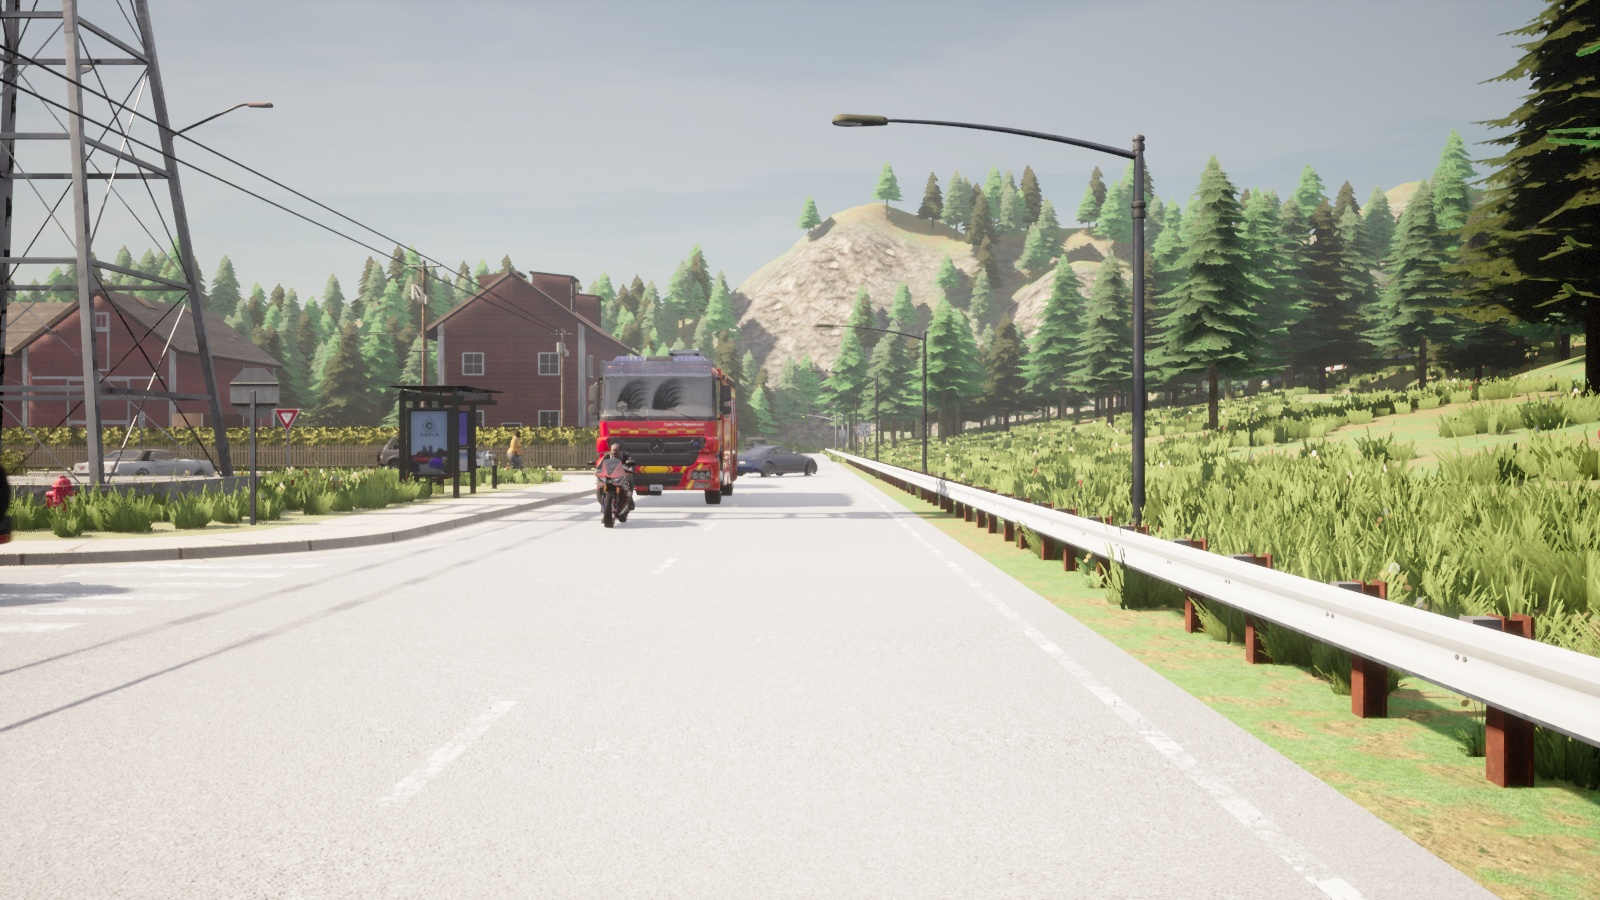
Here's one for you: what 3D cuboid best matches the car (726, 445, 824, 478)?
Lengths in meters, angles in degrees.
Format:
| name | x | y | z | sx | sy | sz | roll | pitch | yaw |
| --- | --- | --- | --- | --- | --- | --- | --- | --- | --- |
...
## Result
| name | x | y | z | sx | sy | sz | roll | pitch | yaw |
| --- | --- | --- | --- | --- | --- | --- | --- | --- | --- |
| car | -1.074 | 0.496 | 55.567 | 1.994 | 1.385 | 4.181 | 0 | 1 | 42 |

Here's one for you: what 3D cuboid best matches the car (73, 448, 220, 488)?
| name | x | y | z | sx | sy | sz | roll | pitch | yaw |
| --- | --- | --- | --- | --- | --- | --- | --- | --- | --- |
| car | -22.523 | 0.583 | 43.501 | 1.895 | 1.301 | 4.718 | 0 | 0 | 14 |

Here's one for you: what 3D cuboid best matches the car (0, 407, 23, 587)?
| name | x | y | z | sx | sy | sz | roll | pitch | yaw |
| --- | --- | --- | --- | --- | --- | --- | --- | --- | --- |
| car | -10.565 | 0.484 | 12.421 | 4.605 | 1.855 | 1.932 | 0 | 0 | 3 |

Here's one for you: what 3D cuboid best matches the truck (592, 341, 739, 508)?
| name | x | y | z | sx | sy | sz | roll | pitch | yaw |
| --- | --- | --- | --- | --- | --- | --- | --- | --- | --- |
| truck | -3.289 | -0.607 | 32.964 | 2.891 | 3.827 | 8.468 | 0 | 0 | 0 |

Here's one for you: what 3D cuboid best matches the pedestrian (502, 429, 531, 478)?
| name | x | y | z | sx | sy | sz | roll | pitch | yaw |
| --- | --- | --- | --- | --- | --- | --- | --- | --- | --- |
| pedestrian | -10.821 | 0.122 | 47.934 | 0.900 | 1.855 | 0.874 | 0 | 0 | -1 |

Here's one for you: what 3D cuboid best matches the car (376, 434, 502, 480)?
| name | x | y | z | sx | sy | sz | roll | pitch | yaw |
| --- | --- | --- | --- | --- | --- | --- | --- | --- | --- |
| car | -14.823 | 0.259 | 51.720 | 4.605 | 1.855 | 1.932 | 0 | 0 | 0 |

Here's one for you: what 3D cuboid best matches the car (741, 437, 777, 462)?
| name | x | y | z | sx | sy | sz | roll | pitch | yaw |
| --- | --- | --- | --- | --- | --- | --- | --- | --- | --- |
| car | -3.214 | -0.023 | 97.645 | 1.905 | 1.878 | 3.866 | 0 | 1 | -16 |

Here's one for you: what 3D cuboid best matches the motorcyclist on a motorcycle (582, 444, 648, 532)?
| name | x | y | z | sx | sy | sz | roll | pitch | yaw |
| --- | --- | --- | --- | --- | --- | --- | --- | --- | --- |
| motorcyclist on a motorcycle | -3.349 | 0.649 | 22.924 | 0.866 | 1.530 | 2.191 | 0 | 0 | 0 |
